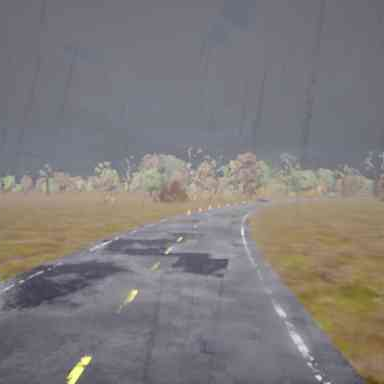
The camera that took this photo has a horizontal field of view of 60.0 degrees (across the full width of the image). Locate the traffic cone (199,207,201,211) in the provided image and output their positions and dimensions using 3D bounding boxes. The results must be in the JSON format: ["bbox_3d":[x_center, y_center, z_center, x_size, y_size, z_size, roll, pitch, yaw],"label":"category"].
[{"bbox_3d":[0.938,1.921,38.158,0.340,0.580,0.340,0,0,15],"label":"traffic cone"}]

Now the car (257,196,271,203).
[{"bbox_3d":[14.626,1.496,67.057,1.994,1.385,4.181,0,0,27],"label":"car"}]
